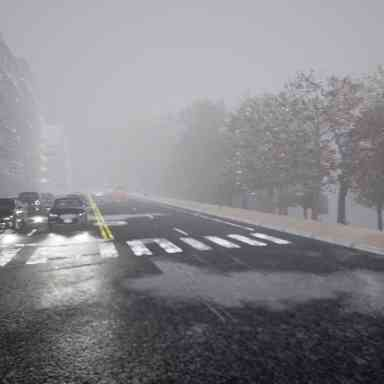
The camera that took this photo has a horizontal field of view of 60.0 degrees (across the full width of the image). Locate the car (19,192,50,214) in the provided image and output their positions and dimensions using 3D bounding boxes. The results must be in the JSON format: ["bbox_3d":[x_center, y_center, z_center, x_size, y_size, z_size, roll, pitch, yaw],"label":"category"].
[{"bbox_3d":[-12.748,0.780,26.122,2.097,1.767,4.553,-1,2,-18],"label":"car"}]

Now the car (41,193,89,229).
[{"bbox_3d":[-6.716,1.055,18.068,2.128,1.511,4.902,-1,2,-20],"label":"car"}]

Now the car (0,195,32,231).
[{"bbox_3d":[-9.894,1.125,17.373,1.837,1.490,4.892,-1,2,-18],"label":"car"}]

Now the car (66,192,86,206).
[{"bbox_3d":[-12.782,0.719,36.772,1.994,1.385,4.181,-1,2,-18],"label":"car"}]

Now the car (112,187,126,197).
[{"bbox_3d":[-12.858,-0.041,58.218,2.097,1.767,4.553,-1,2,-18],"label":"car"}]
